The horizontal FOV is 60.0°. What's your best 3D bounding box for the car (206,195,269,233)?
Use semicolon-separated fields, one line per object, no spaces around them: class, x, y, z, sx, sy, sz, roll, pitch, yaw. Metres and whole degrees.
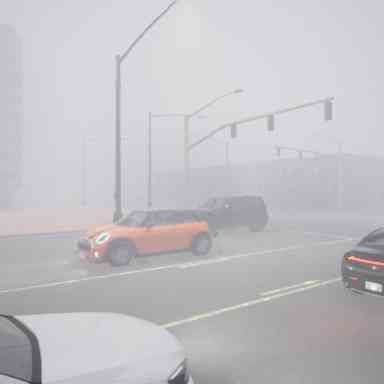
car;1.771;1.219;18.099;5.566;2.045;2.150;0;0;-36

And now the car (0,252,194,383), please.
car;-2.137;1.526;2.224;4.674;1.442;1.812;0;0;-35

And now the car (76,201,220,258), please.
car;-1.539;1.351;11.475;4.553;1.767;2.097;0;0;-35

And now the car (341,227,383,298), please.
car;5.341;1.503;7.551;4.892;1.490;1.837;0;0;-35
